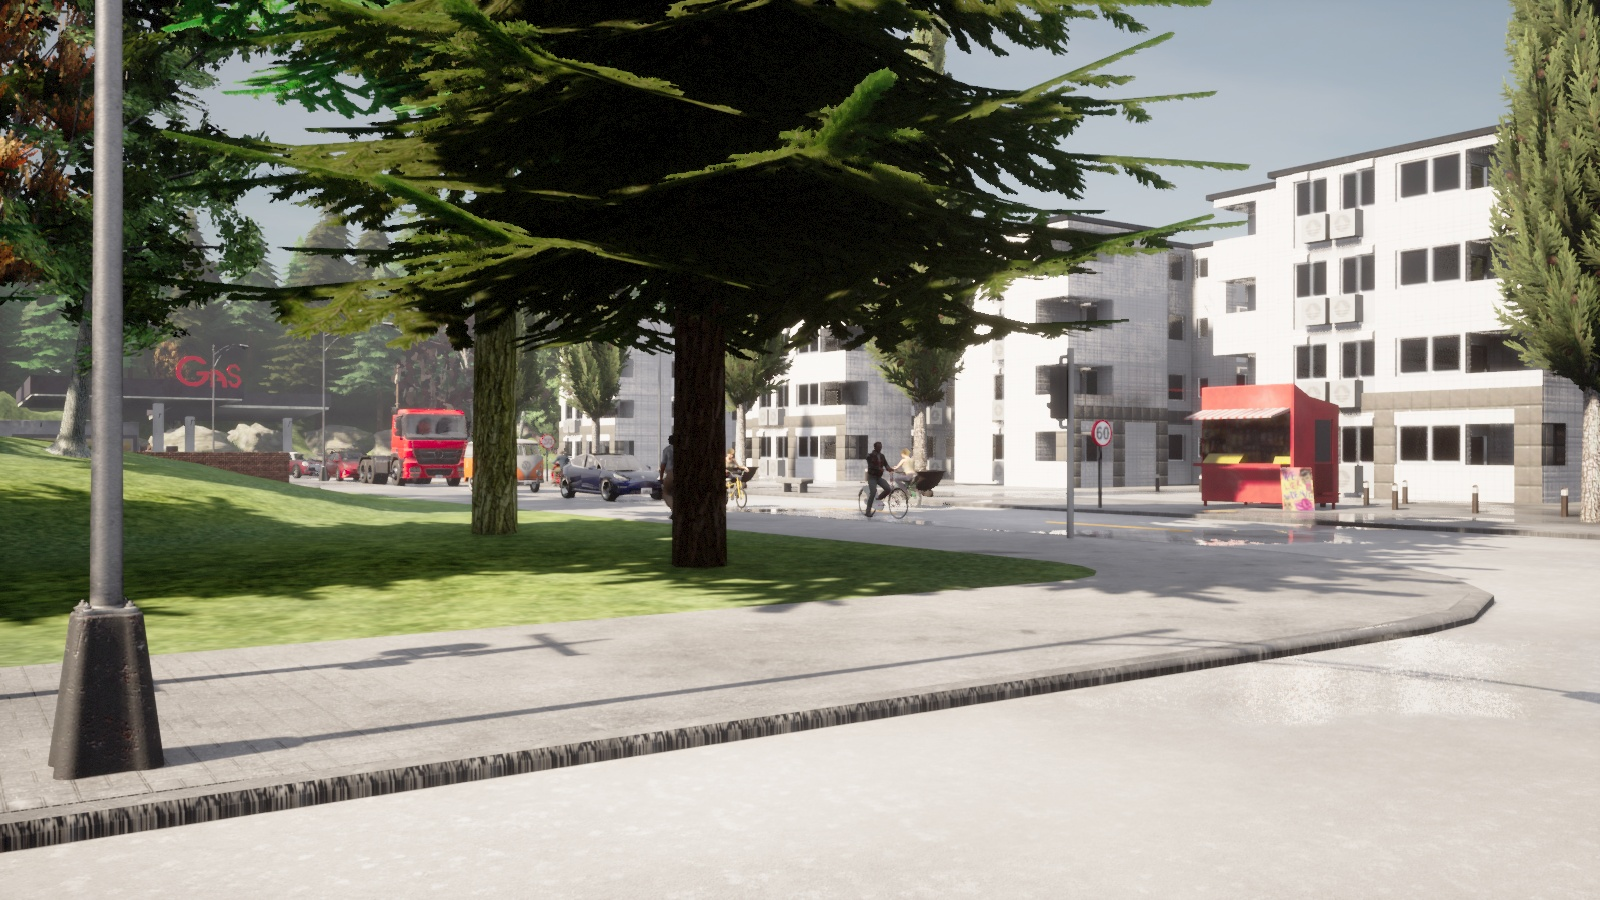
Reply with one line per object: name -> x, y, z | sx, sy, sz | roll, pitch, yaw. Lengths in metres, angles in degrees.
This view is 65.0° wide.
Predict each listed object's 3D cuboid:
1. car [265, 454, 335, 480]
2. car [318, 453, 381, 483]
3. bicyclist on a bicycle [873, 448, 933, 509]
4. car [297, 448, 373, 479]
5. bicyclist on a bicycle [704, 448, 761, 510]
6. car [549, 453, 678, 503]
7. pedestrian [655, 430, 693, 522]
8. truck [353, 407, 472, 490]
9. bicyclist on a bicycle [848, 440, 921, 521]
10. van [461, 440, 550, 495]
car -> -28.529, 0.946, 71.580 | 3.806, 1.475, 1.970 | 0, 0, 36
car -> -23.367, 0.900, 65.050 | 2.007, 1.525, 4.514 | 0, 0, -35
bicyclist on a bicycle -> 2.805, 0.759, 34.369 | 0.866, 1.612, 1.509 | 0, 0, -35
car -> -28.384, 0.811, 76.622 | 4.605, 1.855, 1.932 | 0, -1, 33
bicyclist on a bicycle -> -1.834, 0.768, 34.034 | 0.866, 1.612, 1.509 | 0, 0, -35
car -> -6.035, 0.855, 40.067 | 2.163, 1.488, 4.792 | 0, 0, -35
pedestrian -> -2.595, 0.523, 25.808 | 0.540, 1.848, 0.694 | 0, 0, -30
truck -> -17.609, -0.061, 56.731 | 2.891, 3.462, 7.936 | 0, 0, -35
bicyclist on a bicycle -> 1.906, 0.681, 28.688 | 0.659, 1.776, 1.843 | 0, 0, -34
van -> -11.201, 0.637, 47.506 | 1.775, 1.987, 4.442 | 0, 0, -35
